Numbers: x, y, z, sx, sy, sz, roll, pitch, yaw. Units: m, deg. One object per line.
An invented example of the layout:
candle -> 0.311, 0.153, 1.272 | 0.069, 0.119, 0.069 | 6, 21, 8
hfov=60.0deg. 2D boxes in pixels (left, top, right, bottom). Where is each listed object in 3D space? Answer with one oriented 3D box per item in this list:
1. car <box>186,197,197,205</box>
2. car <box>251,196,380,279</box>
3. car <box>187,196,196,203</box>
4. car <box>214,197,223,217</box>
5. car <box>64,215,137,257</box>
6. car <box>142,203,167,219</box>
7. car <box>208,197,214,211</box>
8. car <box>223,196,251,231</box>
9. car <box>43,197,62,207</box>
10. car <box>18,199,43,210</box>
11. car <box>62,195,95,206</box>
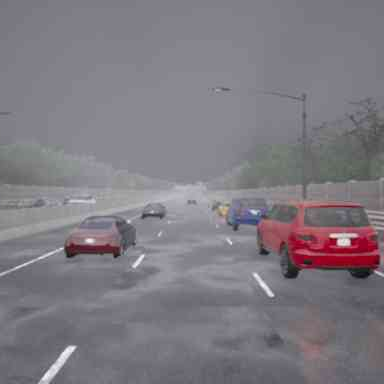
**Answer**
car -> -0.040, 1.745, 63.968 | 1.882, 1.535, 5.008 | 0, 0, 0
car -> 3.493, 1.255, 10.341 | 2.150, 2.045, 5.566 | 0, 0, 0
car -> -0.049, 1.802, 79.646 | 2.033, 1.411, 5.357 | 0, 0, 0
car -> 3.480, 1.570, 32.504 | 1.801, 1.575, 5.366 | 0, 0, 0
car -> -3.408, 1.607, 13.100 | 1.994, 1.385, 4.181 | 0, 0, 0
car -> -3.419, 1.670, 30.609 | 1.994, 1.385, 4.181 | 0, 0, 0
car -> 3.473, 1.664, 43.317 | 1.837, 1.490, 4.892 | 0, 0, 0
car -> 3.486, 1.294, 21.347 | 2.150, 2.045, 5.566 | 0, 0, 0
car -> -17.607, 1.517, 44.530 | 2.097, 1.767, 4.553 | 0, 0, 0
car -> -21.104, 1.667, 44.178 | 1.837, 1.490, 4.892 | 0, 0, 0
car -> -14.105, 1.380, 42.538 | 2.150, 2.045, 5.566 | 0, -1, 0
